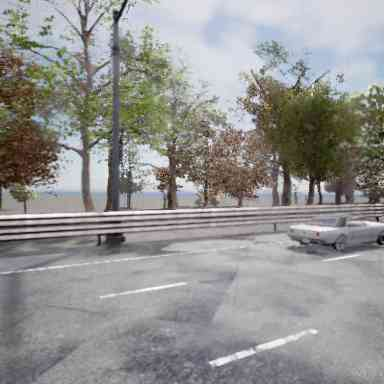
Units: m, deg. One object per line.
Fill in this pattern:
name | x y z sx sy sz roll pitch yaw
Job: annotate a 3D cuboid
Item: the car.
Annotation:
car | 6.316 1.606 13.991 4.718 1.301 1.895 0 0 -31
